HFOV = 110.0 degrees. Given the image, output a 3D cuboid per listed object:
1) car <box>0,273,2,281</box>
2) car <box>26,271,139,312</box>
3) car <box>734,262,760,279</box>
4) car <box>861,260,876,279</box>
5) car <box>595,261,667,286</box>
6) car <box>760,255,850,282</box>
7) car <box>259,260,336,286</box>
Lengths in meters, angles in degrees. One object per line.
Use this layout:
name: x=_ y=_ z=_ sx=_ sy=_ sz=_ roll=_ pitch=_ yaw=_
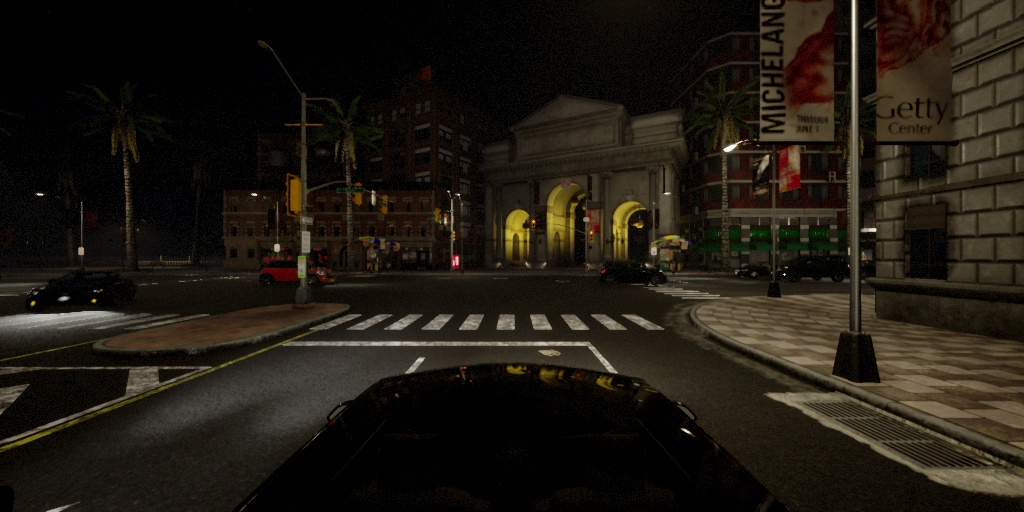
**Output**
car: x=-38.840 y=1.102 z=24.937 sx=4.553 sy=1.767 sz=2.097 roll=0 pitch=0 yaw=0
car: x=-16.869 y=1.314 z=14.339 sx=1.994 sy=1.385 sz=4.181 roll=0 pitch=0 yaw=-32
car: x=22.314 y=1.241 z=31.724 sx=4.902 sy=1.511 sz=2.128 roll=0 pitch=0 yaw=0
car: x=31.291 y=1.102 z=31.558 sx=4.553 sy=1.767 sz=2.097 roll=0 pitch=0 yaw=2
car: x=8.134 y=1.102 z=24.635 sx=4.553 sy=1.767 sz=2.097 roll=0 pitch=0 yaw=0
car: x=23.289 y=0.971 z=28.228 sx=5.566 sy=2.045 sz=2.150 roll=0 pitch=0 yaw=0
car: x=-14.683 y=1.101 z=24.781 sx=4.553 sy=1.767 sz=2.097 roll=0 pitch=0 yaw=0
